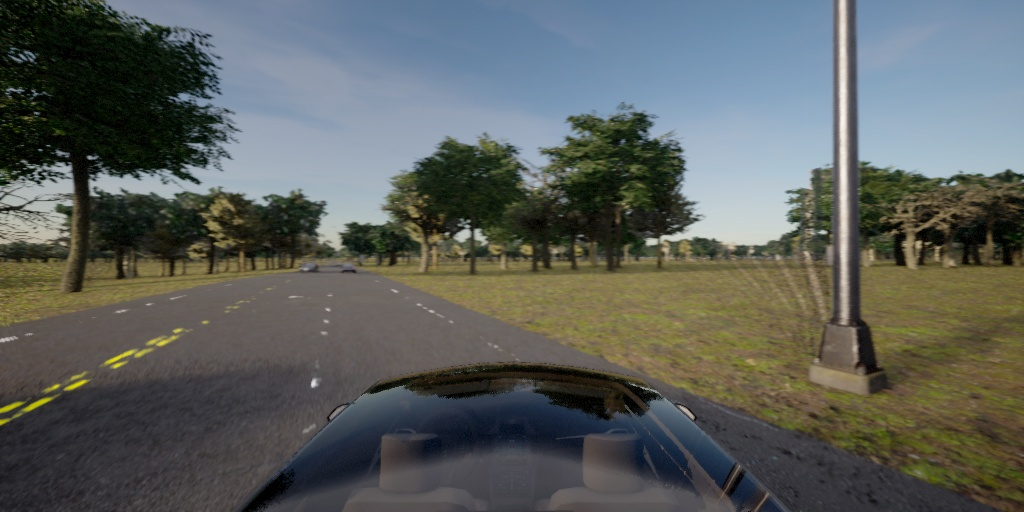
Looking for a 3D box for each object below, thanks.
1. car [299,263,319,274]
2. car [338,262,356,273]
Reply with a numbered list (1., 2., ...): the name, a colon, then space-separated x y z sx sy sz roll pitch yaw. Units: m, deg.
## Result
1. car: -28.373 1.673 50.308 2.128 1.511 4.902 0 -1 -19
2. car: -22.988 1.697 50.343 2.033 1.411 5.357 0 -1 -26
